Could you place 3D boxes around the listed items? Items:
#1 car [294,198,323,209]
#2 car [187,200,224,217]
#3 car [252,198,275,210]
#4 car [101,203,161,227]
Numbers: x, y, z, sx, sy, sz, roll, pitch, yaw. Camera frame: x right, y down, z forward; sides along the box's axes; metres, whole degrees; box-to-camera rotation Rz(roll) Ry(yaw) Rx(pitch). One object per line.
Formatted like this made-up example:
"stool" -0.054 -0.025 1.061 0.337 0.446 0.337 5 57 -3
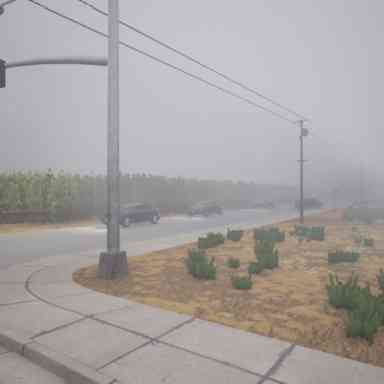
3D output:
"car" 16.125 1.542 45.909 4.892 1.490 1.837 0 0 -38
"car" 1.366 1.542 31.833 1.837 1.490 4.892 0 0 32
"car" 9.769 1.547 44.889 1.837 1.490 4.892 0 -1 33
"car" -4.148 1.544 23.220 1.837 1.490 4.892 0 0 33
